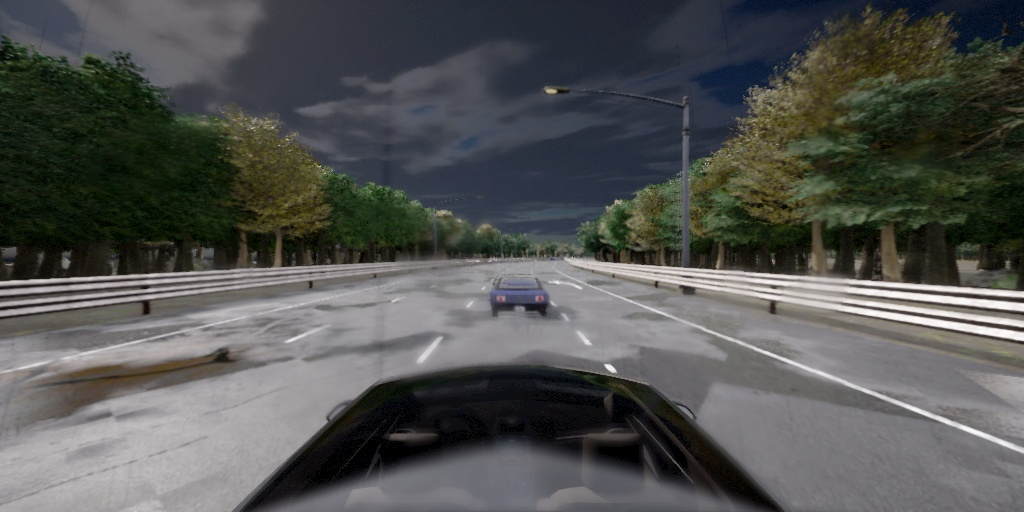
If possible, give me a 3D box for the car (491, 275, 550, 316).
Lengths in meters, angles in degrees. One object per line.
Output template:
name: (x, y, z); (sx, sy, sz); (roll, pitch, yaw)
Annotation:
car: (0.209, 1.357, 13.345); (1.895, 1.301, 4.718); (0, 0, -2)
